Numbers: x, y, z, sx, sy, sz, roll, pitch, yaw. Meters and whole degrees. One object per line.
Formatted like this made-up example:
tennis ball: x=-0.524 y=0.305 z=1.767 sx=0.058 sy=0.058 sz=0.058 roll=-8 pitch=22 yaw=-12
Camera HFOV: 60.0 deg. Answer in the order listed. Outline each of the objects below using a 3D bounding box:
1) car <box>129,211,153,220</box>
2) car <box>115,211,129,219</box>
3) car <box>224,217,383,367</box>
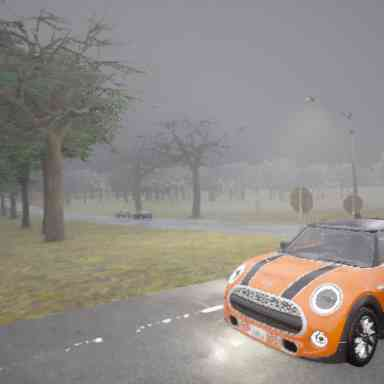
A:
car: x=-8.408 y=3.966 z=56.608 sx=1.882 sy=1.535 sz=5.008 roll=-2 pitch=-1 yaw=-34
car: x=-13.165 y=4.340 z=63.505 sx=1.837 sy=1.490 sz=4.892 roll=-2 pitch=-1 yaw=-34
car: x=2.722 y=1.305 z=5.847 sx=4.553 sy=1.767 sz=2.097 roll=-1 pitch=0 yaw=-36
